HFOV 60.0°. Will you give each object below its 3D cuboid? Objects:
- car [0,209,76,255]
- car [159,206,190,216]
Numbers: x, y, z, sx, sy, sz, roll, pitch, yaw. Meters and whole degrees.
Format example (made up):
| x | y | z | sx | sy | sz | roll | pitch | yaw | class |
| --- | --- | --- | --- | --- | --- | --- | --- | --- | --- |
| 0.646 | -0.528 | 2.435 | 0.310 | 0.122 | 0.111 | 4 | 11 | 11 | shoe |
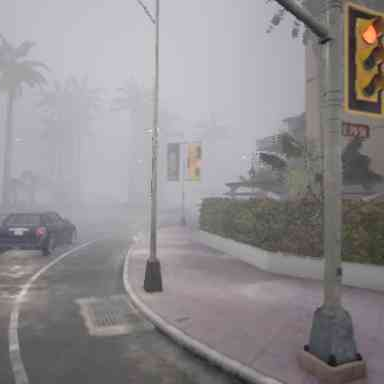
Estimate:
| x | y | z | sx | sy | sz | roll | pitch | yaw | class |
| --- | --- | --- | --- | --- | --- | --- | --- | --- | --- |
| -6.600 | 1.581 | 14.476 | 2.097 | 1.767 | 4.553 | 1 | -1 | -4 | car |
| -2.368 | 2.567 | 46.488 | 1.895 | 1.301 | 4.718 | 0 | -2 | 39 | car |
